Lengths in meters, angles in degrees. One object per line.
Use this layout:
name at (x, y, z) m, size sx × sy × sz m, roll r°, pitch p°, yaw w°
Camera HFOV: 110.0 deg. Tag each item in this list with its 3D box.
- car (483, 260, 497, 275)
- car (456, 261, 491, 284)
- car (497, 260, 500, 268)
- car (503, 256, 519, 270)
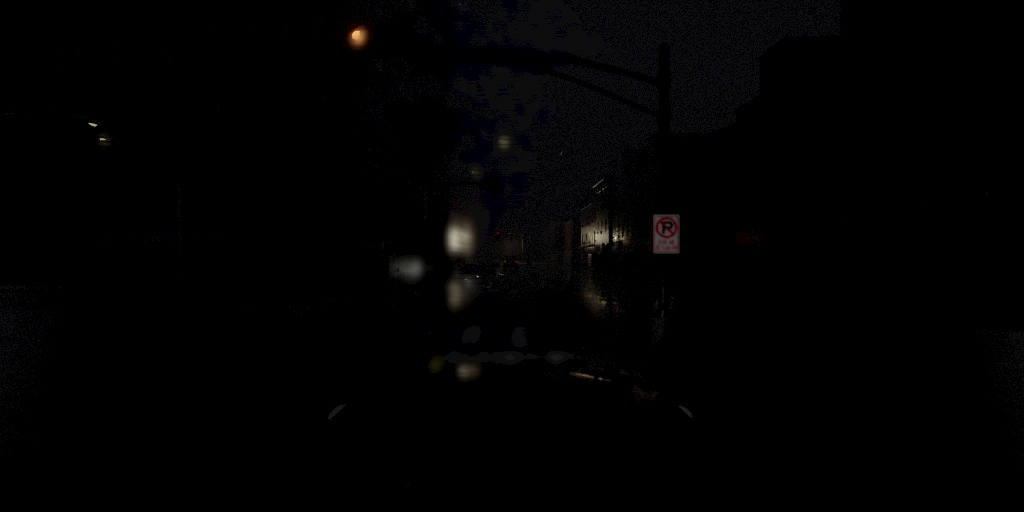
car at (-2.991, 1.256, 39.226) m, size 1.837 × 1.490 × 4.892 m, roll 0°, pitch 1°, yaw 0°
car at (-2.944, 1.300, 26.929) m, size 2.033 × 1.411 × 5.357 m, roll 0°, pitch 0°, yaw 0°
car at (-2.997, 1.368, 60.793) m, size 1.895 × 1.301 × 4.718 m, roll 0°, pitch 0°, yaw 0°
car at (-0.194, 0.984, 52.552) m, size 2.150 × 2.045 × 5.566 m, roll 0°, pitch 0°, yaw 0°
